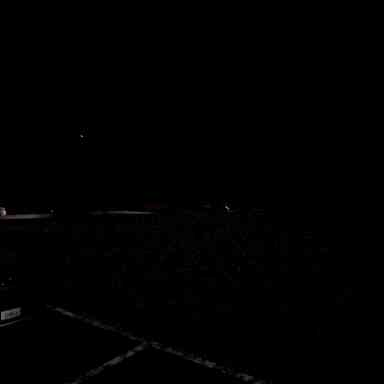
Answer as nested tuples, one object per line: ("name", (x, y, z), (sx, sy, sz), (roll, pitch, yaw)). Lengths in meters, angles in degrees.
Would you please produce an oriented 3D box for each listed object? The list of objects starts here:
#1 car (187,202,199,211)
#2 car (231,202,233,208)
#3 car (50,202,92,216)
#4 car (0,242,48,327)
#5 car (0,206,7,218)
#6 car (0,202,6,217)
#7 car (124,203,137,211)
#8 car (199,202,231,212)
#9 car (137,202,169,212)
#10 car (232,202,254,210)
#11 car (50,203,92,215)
("car", (1.148, 2.365, 54.255), (2.128, 1.511, 4.902), (0, -1, 37))
("car", (7.034, 2.557, 62.446), (2.128, 1.511, 4.902), (0, -1, 36))
("car", (-14.114, 1.966, 39.018), (2.128, 1.511, 4.902), (0, -1, 36))
("car", (-4.419, 1.551, 6.159), (4.403, 1.369, 2.008), (0, 0, 36))
("car", (-19.886, 1.816, 31.039), (1.812, 1.442, 4.674), (0, -1, 36))
("car", (-21.914, 1.822, 33.810), (1.837, 1.490, 4.892), (0, -1, 36))
("car", (-8.404, 2.352, 52.389), (1.895, 1.301, 4.718), (0, -1, 36))
("car", (3.623, 2.366, 52.129), (1.837, 1.490, 4.892), (0, -1, 36))
("car", (-5.591, 2.228, 50.727), (1.882, 1.535, 5.008), (0, -1, 36))
("car", (9.664, 2.623, 60.535), (1.994, 1.385, 4.181), (0, -1, 36))
("car", (-15.450, 2.124, 42.711), (1.895, 1.301, 4.718), (0, -1, 36))
